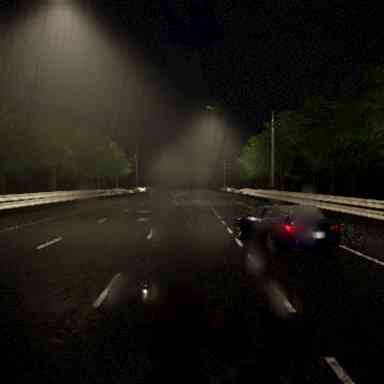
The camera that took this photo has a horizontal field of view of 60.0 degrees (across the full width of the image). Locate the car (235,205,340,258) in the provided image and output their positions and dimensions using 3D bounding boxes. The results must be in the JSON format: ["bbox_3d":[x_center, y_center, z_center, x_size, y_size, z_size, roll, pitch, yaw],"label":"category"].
[{"bbox_3d":[3.032,1.163,11.466,2.163,1.488,4.792,0,2,-11],"label":"car"}]
